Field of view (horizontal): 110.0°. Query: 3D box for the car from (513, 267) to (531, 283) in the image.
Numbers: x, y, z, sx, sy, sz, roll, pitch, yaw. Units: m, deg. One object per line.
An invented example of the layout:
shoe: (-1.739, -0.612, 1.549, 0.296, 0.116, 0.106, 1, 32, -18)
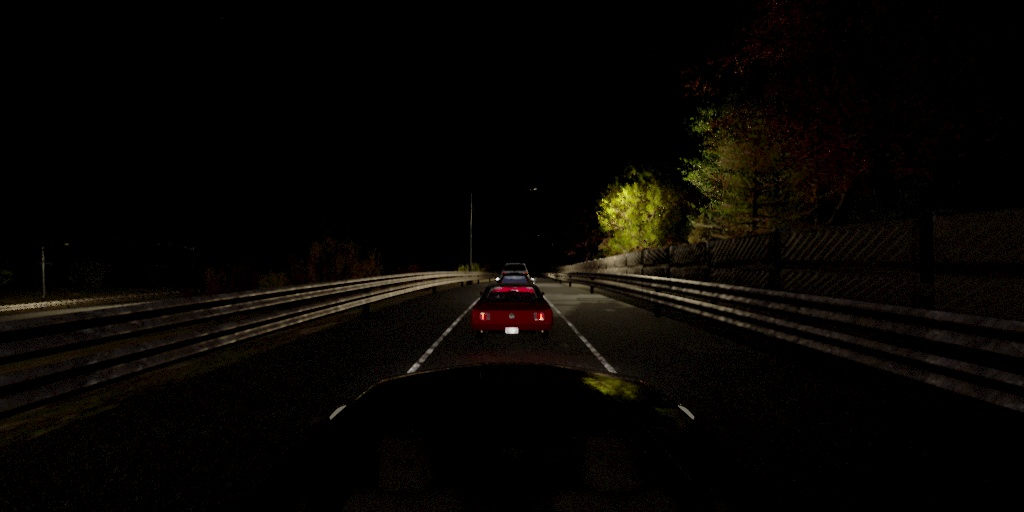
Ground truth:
car: (1.389, 2.597, 49.070, 2.150, 2.045, 5.566, 0, -3, 5)

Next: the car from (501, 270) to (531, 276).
car: (0.141, 1.530, 17.478, 1.994, 1.385, 4.181, 0, -2, 1)

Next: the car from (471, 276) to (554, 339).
car: (0.005, 1.410, 10.224, 1.895, 1.301, 4.718, 0, -1, 0)

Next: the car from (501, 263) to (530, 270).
car: (0.284, 1.637, 29.104, 2.150, 2.045, 5.566, 0, -2, 2)
